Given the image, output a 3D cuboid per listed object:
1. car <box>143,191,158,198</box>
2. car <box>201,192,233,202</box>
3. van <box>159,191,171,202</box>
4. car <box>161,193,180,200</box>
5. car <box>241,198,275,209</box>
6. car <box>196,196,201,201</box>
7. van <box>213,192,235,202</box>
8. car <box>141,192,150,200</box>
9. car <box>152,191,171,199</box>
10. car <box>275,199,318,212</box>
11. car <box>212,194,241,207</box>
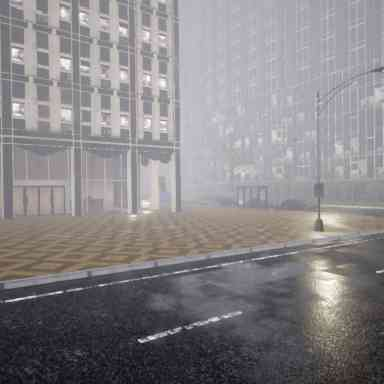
[{"bbox_3d":[-10.351,0.686,82.826,1.967,1.590,4.097,0,1,-34],"label":"car"},{"bbox_3d":[4.221,1.057,57.025,2.128,1.511,4.902,-1,1,-34],"label":"car"},{"bbox_3d":[-4.387,0.937,59.343,1.690,1.788,3.998,0,1,-34],"label":"van"},{"bbox_3d":[-4.595,0.925,69.858,1.837,1.490,4.892,-1,1,-34],"label":"car"},{"bbox_3d":[8.392,1.388,40.545,1.802,1.307,4.206,0,1,-34],"label":"car"},{"bbox_3d":[2.521,1.043,64.089,1.802,1.307,4.206,0,1,-34],"label":"car"},{"bbox_3d":[5.738,0.855,59.401,1.690,1.788,3.998,0,1,-34],"label":"van"},{"bbox_3d":[-10.823,1.039,68.715,2.008,1.369,4.403,0,1,-34],"label":"car"},{"bbox_3d":[-7.133,0.615,78.140,2.192,1.841,5.009,0,1,-34],"label":"car"},{"bbox_3d":[11.596,1.423,35.848,1.947,1.339,4.313,0,1,-34],"label":"car"},{"bbox_3d":[5.222,1.319,45.262,1.947,1.339,4.313,0,1,-34],"label":"car"}]
